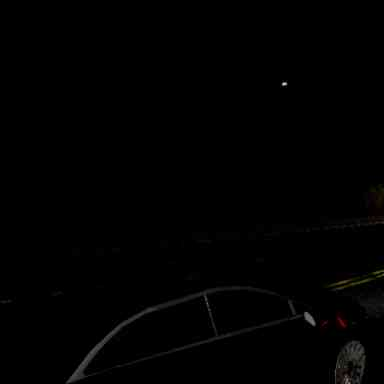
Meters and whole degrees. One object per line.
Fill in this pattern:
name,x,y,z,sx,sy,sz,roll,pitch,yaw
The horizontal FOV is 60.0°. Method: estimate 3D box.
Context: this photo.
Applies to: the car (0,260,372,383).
car,0.002,1.509,3.482,4.902,1.511,2.128,1,0,-36
